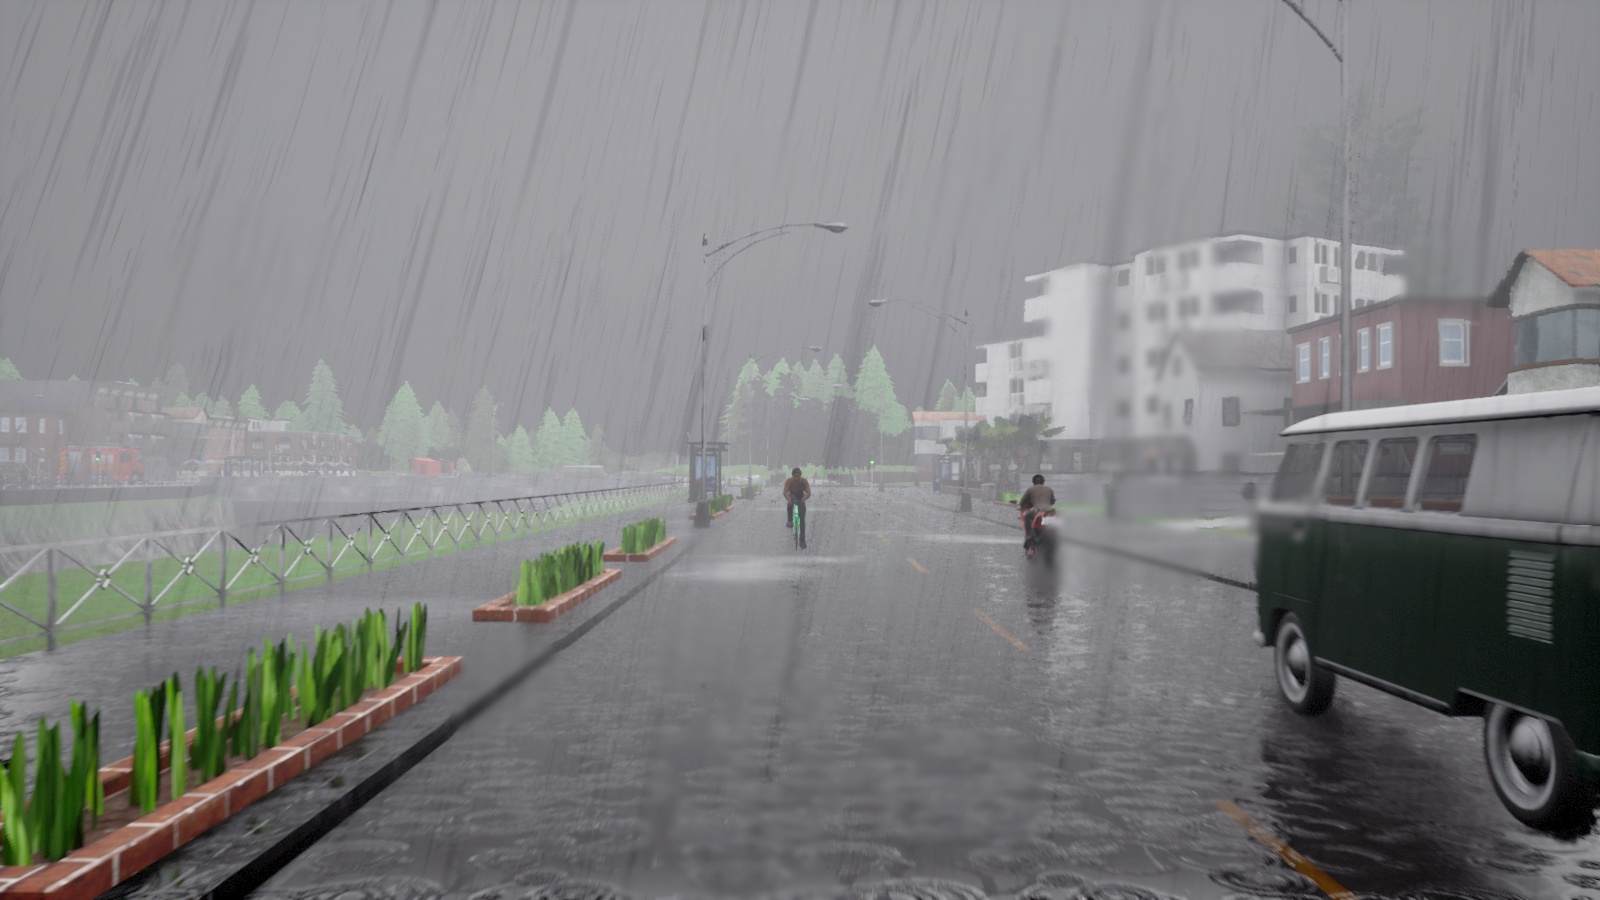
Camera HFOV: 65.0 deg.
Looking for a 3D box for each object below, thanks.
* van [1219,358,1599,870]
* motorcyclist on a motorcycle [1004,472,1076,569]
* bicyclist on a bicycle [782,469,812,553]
[{"bbox_3d":[3.983,0.669,7.012,1.775,1.987,4.442,0,-1,0],"label":"van"},{"bbox_3d":[3.951,1.130,20.819,0.797,1.523,2.044,0,-1,0],"label":"motorcyclist on a motorcycle"},{"bbox_3d":[-0.059,1.185,24.941,0.582,1.620,1.656,0,-1,0],"label":"bicyclist on a bicycle"}]
